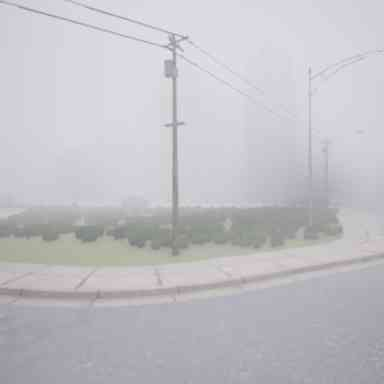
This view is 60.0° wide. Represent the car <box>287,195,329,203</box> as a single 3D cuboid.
[{"bbox_3d":[15.313,1.162,44.186,5.357,1.411,2.033,0,0,15],"label":"car"}]

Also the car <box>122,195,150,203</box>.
[{"bbox_3d":[-7.324,1.248,43.984,2.242,1.667,4.611,0,0,21],"label":"car"}]

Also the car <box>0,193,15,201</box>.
[{"bbox_3d":[-29.926,1.163,52.649,1.905,1.878,3.866,0,0,21],"label":"car"}]
